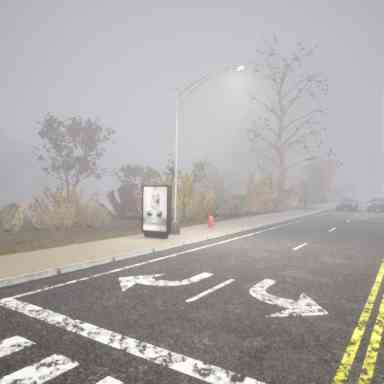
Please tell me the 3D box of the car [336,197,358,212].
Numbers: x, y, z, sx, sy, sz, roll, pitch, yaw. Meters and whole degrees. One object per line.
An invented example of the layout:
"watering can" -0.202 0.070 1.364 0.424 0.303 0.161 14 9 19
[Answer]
"car" 18.596 1.390 39.829 2.097 1.767 4.553 0 0 30

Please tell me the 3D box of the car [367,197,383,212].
"car" 21.404 1.393 38.192 2.097 1.767 4.553 0 0 30
